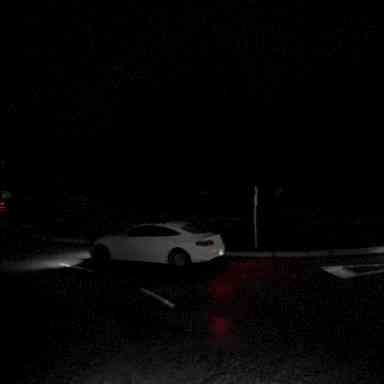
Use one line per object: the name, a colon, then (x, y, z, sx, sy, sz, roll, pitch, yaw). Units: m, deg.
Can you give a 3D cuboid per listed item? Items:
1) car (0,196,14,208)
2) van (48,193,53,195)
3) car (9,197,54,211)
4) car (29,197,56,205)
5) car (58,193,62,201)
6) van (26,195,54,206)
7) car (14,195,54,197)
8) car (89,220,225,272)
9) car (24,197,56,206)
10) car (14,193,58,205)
car: (-30.295, 1.937, 53.678, 1.837, 1.490, 4.892, -1, 1, -21)
van: (-24.366, 1.634, 51.416, 4.442, 1.987, 1.878, -1, 1, -22)
car: (-22.215, 1.887, 46.341, 4.892, 1.521, 2.231, -1, 1, -22)
car: (-29.969, 1.763, 66.685, 4.674, 1.452, 2.002, -1, 1, -19)
car: (-32.508, 1.621, 74.473, 4.892, 1.521, 2.231, -1, 1, -17)
van: (-28.046, 1.551, 61.571, 4.442, 1.987, 1.878, -1, 1, -20)
car: (-23.204, 1.747, 48.912, 4.553, 1.767, 2.185, -1, 1, -22)
car: (-1.216, 1.666, 11.063, 4.674, 1.442, 1.812, -1, -1, 24)
car: (-29.251, 1.752, 64.045, 5.366, 1.575, 1.946, -1, 1, -19)
car: (-25.255, 1.592, 54.017, 5.566, 2.045, 2.435, -1, 1, -21)
